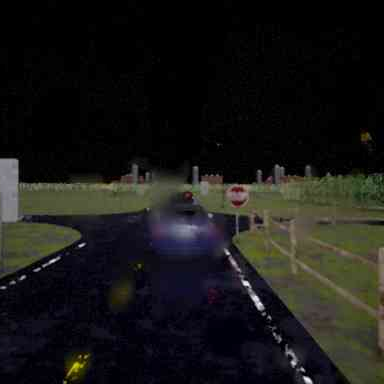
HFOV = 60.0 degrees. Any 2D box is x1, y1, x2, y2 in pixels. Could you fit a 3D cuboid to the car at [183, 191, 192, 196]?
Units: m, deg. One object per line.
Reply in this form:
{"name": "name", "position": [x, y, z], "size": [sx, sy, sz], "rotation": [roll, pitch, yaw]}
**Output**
{"name": "car", "position": [-0.938, 0.570, 68.836], "size": [1.882, 1.535, 5.008], "rotation": [0, 1, -1]}

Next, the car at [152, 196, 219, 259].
{"name": "car", "position": [-0.289, 1.201, 12.136], "size": [2.097, 1.767, 4.553], "rotation": [0, 1, -3]}
